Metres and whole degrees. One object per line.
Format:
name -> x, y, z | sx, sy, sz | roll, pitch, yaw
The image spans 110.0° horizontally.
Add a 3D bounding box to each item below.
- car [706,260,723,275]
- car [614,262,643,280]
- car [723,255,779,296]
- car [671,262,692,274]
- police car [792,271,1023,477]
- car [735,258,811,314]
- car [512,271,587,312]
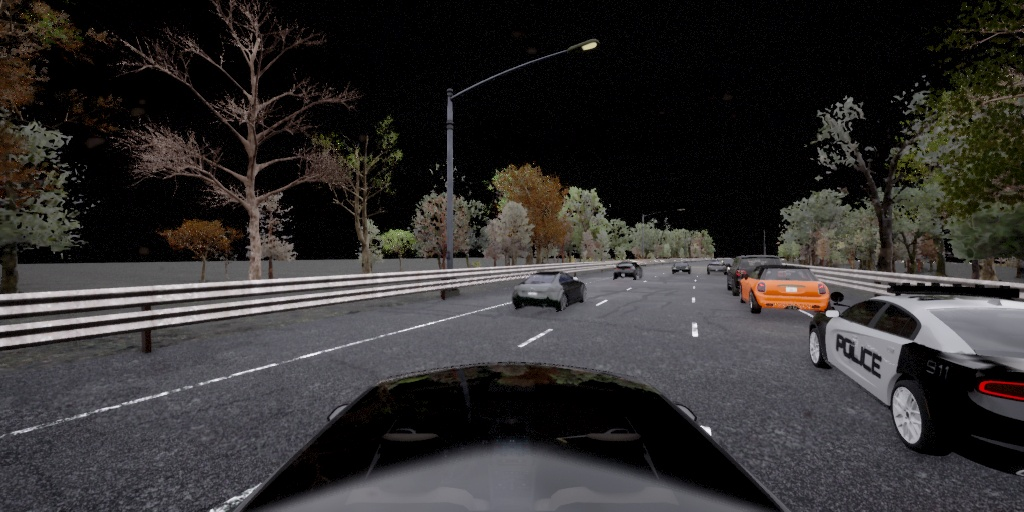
car -> 22.453, 1.261, 39.317 | 2.128, 1.511, 4.902 | 0, 0, 29
car -> 10.084, 1.264, 30.983 | 1.837, 1.490, 4.892 | 0, 0, 28
car -> 12.647, 0.978, 18.754 | 2.150, 2.045, 5.566 | 0, 0, 27
car -> 19.342, 1.370, 40.798 | 1.895, 1.301, 4.718 | 0, 0, 29
police car -> 5.608, 1.175, 4.699 | 1.930, 1.638, 5.238 | 0, 0, 26
car -> 9.934, 1.102, 13.421 | 2.097, 1.767, 4.553 | 0, 0, 27
car -> 1.634, 1.314, 14.552 | 1.994, 1.385, 4.181 | 0, 0, 27
